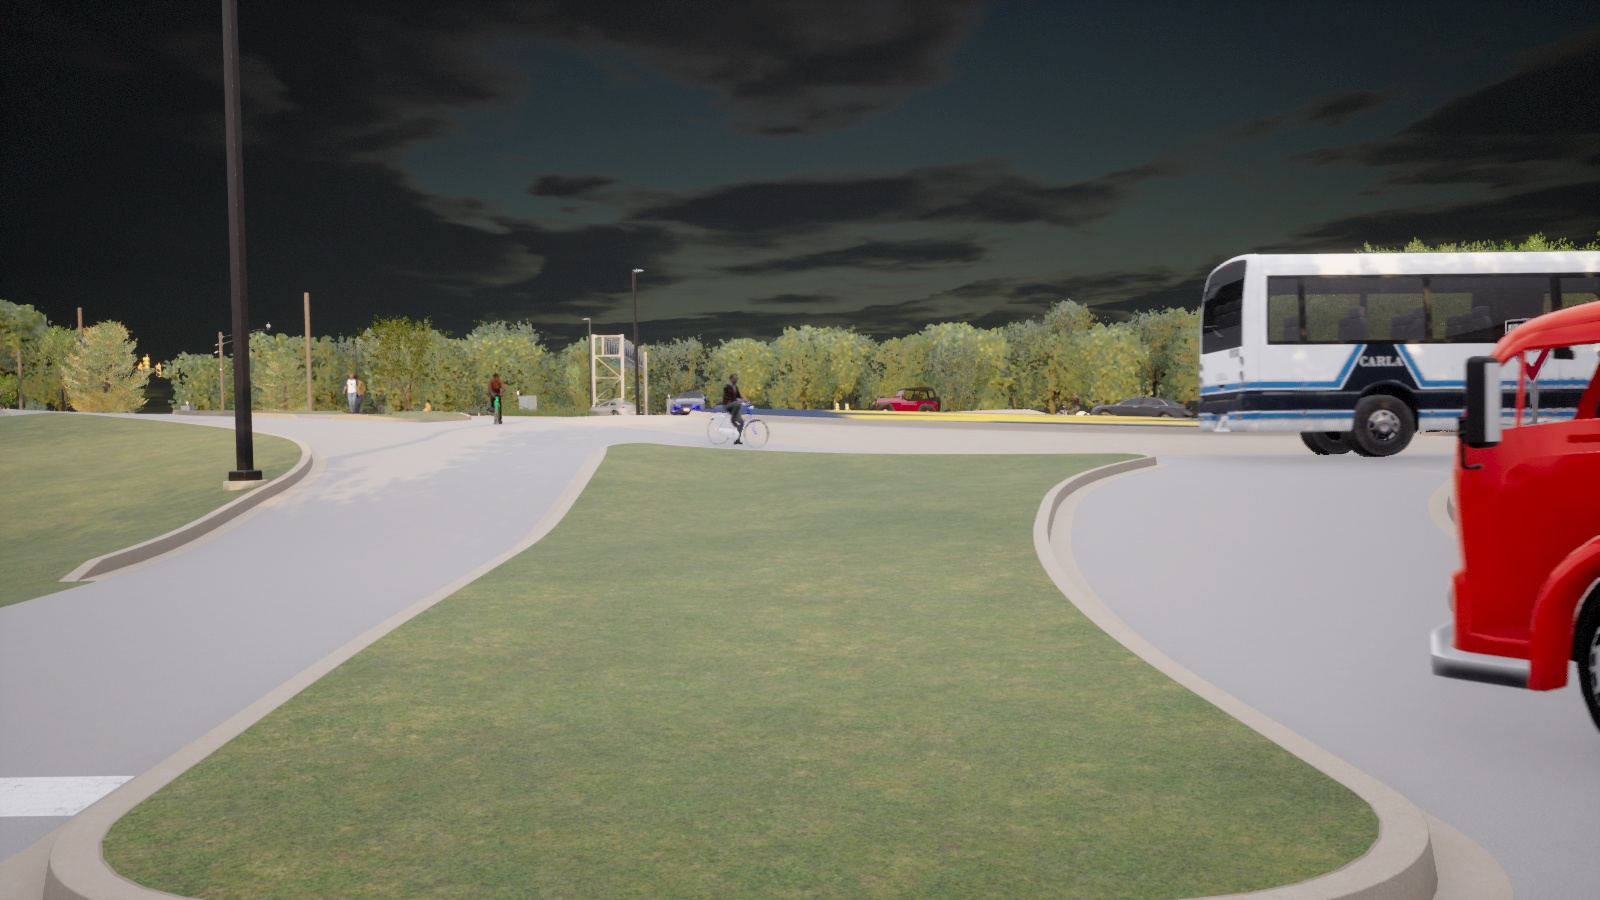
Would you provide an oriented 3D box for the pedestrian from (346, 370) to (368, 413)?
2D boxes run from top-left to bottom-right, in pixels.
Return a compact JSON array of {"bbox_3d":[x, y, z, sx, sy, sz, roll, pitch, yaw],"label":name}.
[{"bbox_3d":[-19.313,-2.545,54.760,0.874,1.855,0.900,-1,1,-20],"label":"pedestrian"}]

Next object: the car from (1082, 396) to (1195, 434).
[{"bbox_3d":[16.484,-1.712,61.206,4.892,1.490,1.837,5,-1,31],"label":"car"}]

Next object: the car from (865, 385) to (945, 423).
[{"bbox_3d":[5.588,-2.426,67.163,3.866,1.878,1.905,2,0,-8],"label":"car"}]

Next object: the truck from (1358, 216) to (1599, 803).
[{"bbox_3d":[5.343,0.242,4.847,2.627,2.467,5.204,-2,2,-38],"label":"truck"}]

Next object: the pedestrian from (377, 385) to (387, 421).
[{"bbox_3d":[-21.606,-2.411,64.864,0.353,1.847,0.614,-1,1,-10],"label":"pedestrian"}]

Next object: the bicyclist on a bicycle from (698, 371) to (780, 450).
[{"bbox_3d":[-1.467,-0.947,30.032,1.843,1.776,0.659,5,4,34],"label":"bicyclist on a bicycle"}]

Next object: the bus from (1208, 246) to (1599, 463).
[{"bbox_3d":[14.445,-1.899,26.695,10.273,4.253,3.944,0,1,1],"label":"bus"}]

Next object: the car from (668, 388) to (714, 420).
[{"bbox_3d":[-5.539,-2.330,64.211,1.816,1.474,4.193,-1,0,3],"label":"car"}]

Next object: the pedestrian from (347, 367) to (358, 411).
[{"bbox_3d":[-18.881,-2.576,52.996,0.354,1.836,0.706,-1,1,-18],"label":"pedestrian"}]
